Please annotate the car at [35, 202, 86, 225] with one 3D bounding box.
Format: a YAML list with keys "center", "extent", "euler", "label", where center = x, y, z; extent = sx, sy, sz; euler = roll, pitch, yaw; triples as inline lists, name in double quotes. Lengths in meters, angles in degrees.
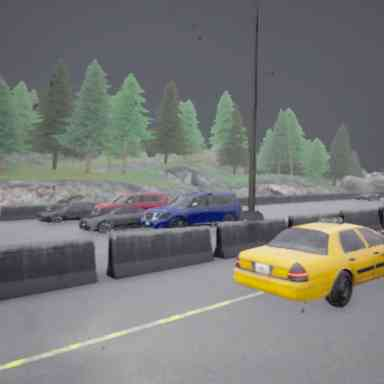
- center: [-8.255, 1.469, 23.997]
  extent: [5.357, 1.411, 2.033]
  euler: [-1, 1, -36]
  label: "car"

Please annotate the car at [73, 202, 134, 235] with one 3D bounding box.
- center: [-4.006, 1.468, 18.431]
  extent: [4.181, 1.385, 1.994]
  euler: [-1, 1, -36]
  label: "car"

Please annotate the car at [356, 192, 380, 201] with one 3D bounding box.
- center: [25.935, 0.653, 49.015]
  extent: [4.181, 1.385, 1.994]
  euler: [-1, 1, -36]
  label: "car"

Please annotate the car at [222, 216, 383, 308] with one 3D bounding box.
- center: [3.361, 1.339, 7.653]
  extent: [5.366, 1.575, 1.801]
  euler: [-1, 1, -36]
  label: "car"

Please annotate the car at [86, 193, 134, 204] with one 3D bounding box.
- center: [-3.975, 1.086, 22.796]
  extent: [5.566, 2.045, 2.150]
  euler: [-1, 0, -36]
  label: "car"

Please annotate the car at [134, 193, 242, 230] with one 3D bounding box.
- center: [0.147, 1.071, 17.137]
  extent: [5.566, 2.045, 2.150]
  euler: [-1, 0, -36]
  label: "car"
